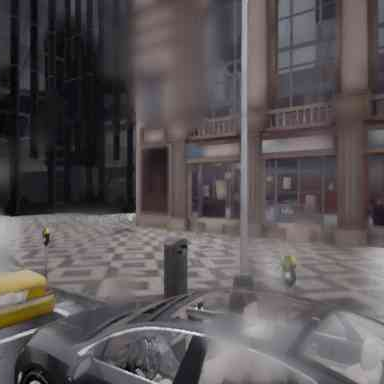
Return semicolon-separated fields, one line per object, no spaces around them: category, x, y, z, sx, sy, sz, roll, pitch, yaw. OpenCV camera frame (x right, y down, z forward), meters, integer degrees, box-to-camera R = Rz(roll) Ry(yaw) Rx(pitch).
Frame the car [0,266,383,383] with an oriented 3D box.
car;0.202;1.548;2.816;4.403;1.369;2.008;0;0;36

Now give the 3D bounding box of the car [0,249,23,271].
car;-4.496;1.522;6.167;4.829;1.417;1.752;0;0;36
